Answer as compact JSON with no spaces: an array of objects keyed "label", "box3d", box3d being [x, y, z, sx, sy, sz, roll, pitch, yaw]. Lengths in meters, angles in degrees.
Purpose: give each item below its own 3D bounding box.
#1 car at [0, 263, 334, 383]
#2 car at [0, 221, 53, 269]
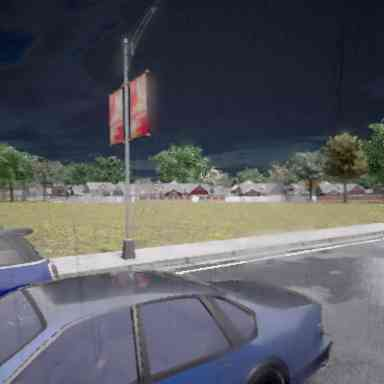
[{"label":"car","box3d":[-0.913,1.550,3.033,5.357,1.411,2.033,0,0,-35]},{"label":"car","box3d":[-4.256,1.350,4.642,4.553,1.767,2.097,0,0,-35]}]
